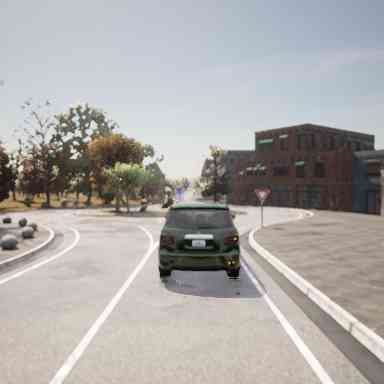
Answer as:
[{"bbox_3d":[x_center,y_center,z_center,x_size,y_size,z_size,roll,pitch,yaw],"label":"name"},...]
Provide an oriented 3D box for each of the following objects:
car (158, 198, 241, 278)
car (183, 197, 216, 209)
[{"bbox_3d":[0.250,1.302,10.555,2.150,2.045,5.566,0,0,2],"label":"car"},{"bbox_3d":[1.167,1.678,50.428,4.553,1.767,2.097,-1,1,26],"label":"car"}]
